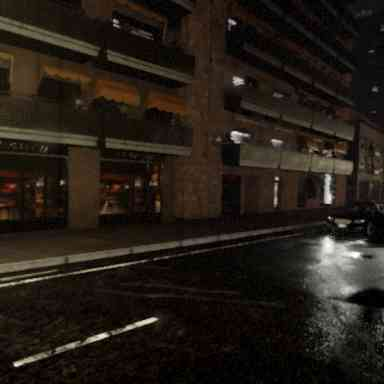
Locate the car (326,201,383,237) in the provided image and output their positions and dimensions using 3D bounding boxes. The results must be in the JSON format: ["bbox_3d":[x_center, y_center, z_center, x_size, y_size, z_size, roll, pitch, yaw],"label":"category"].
[{"bbox_3d":[8.386,1.229,16.507,2.128,1.511,4.902,4,3,45],"label":"car"}]
